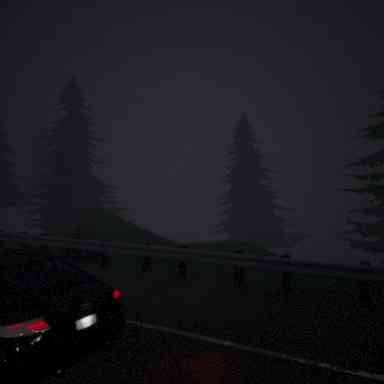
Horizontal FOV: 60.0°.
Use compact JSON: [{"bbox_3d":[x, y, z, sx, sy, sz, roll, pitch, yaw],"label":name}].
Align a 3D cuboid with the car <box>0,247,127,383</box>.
[{"bbox_3d":[-3.063,1.578,5.066,4.181,1.385,1.994,0,0,28],"label":"car"}]
